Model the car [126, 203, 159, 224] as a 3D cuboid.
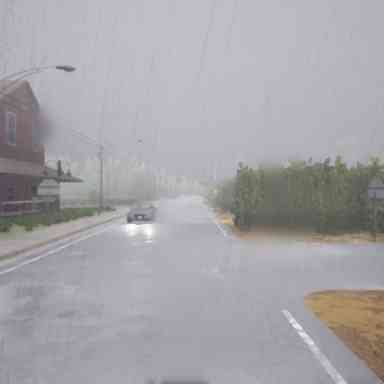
[{"bbox_3d":[-3.553,1.548,24.662,1.994,1.385,4.181,0,0,1],"label":"car"}]
